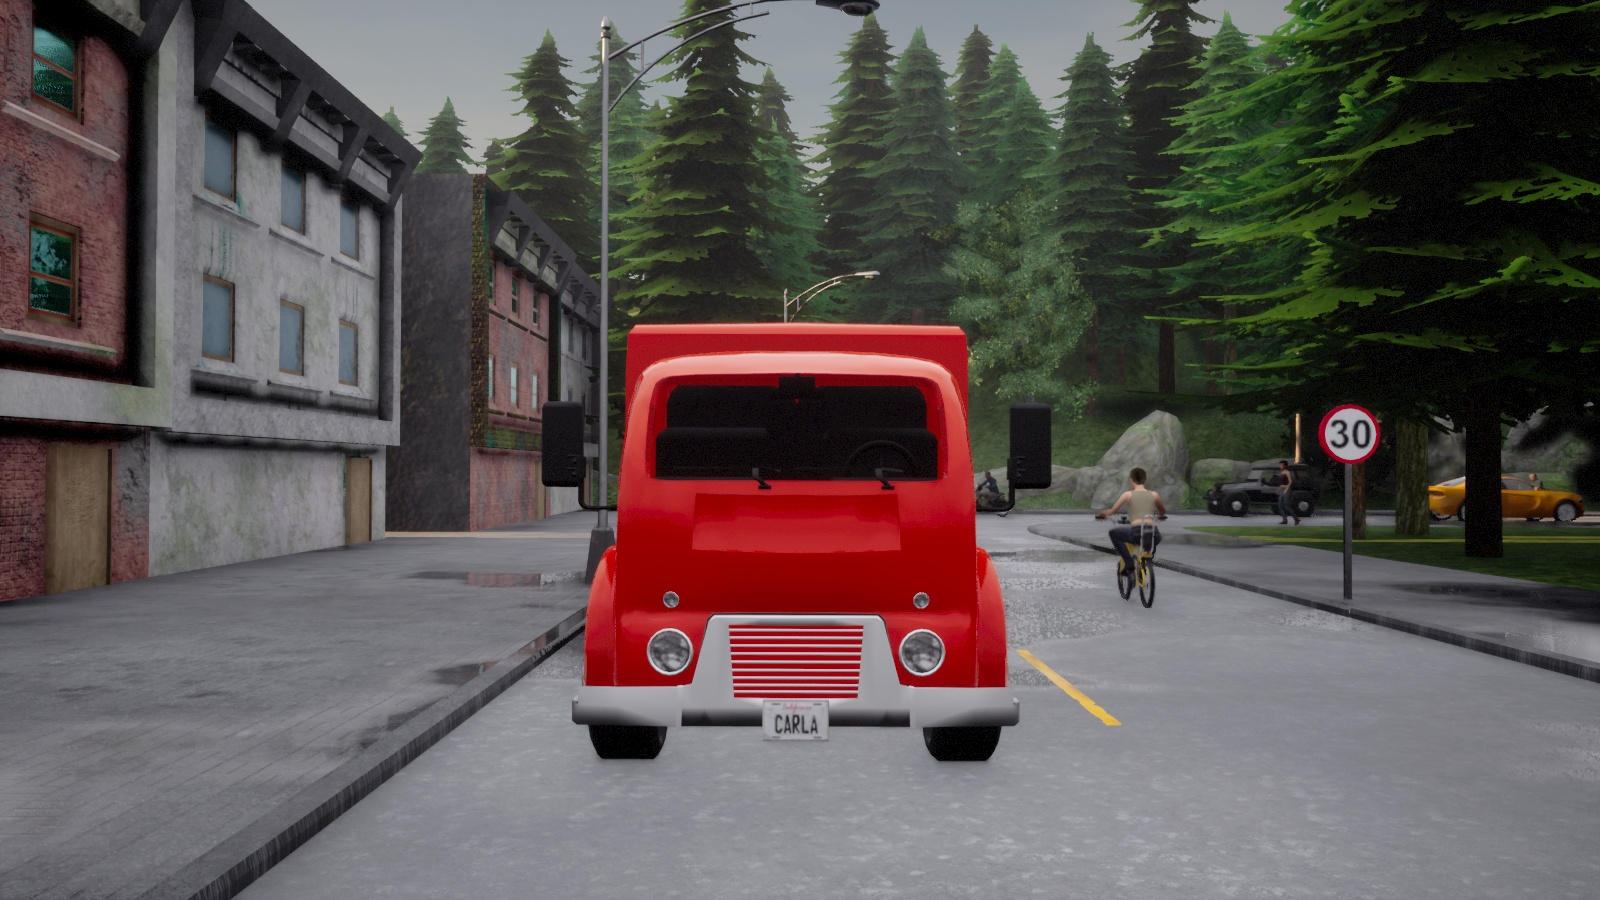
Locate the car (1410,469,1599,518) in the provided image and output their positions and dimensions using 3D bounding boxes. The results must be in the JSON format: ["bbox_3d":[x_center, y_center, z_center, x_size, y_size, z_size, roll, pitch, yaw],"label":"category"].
[{"bbox_3d":[22.566,1.378,40.362,5.008,1.535,1.882,0,-1,0],"label":"car"}]

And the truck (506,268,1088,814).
[{"bbox_3d":[-0.024,0.475,8.301,2.627,2.467,5.204,0,-2,0],"label":"truck"}]

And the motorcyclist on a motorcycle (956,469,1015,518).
[{"bbox_3d":[6.291,1.459,42.593,1.817,1.590,0.866,0,0,-25],"label":"motorcyclist on a motorcycle"}]

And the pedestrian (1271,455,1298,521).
[{"bbox_3d":[13.559,1.058,35.120,0.594,1.836,0.345,0,-1,-5],"label":"pedestrian"}]

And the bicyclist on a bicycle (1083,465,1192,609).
[{"bbox_3d":[3.962,0.984,14.863,0.866,1.612,1.509,0,-1,0],"label":"bicyclist on a bicycle"}]

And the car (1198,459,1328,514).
[{"bbox_3d":[16.296,1.287,44.303,3.866,1.878,1.905,0,-1,0],"label":"car"}]
